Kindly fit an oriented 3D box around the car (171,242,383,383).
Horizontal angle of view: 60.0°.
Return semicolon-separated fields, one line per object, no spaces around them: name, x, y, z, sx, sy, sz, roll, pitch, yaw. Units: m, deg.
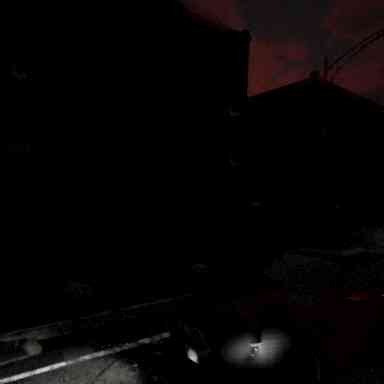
car;1.902;1.562;5.061;4.674;1.442;1.812;1;0;-36
